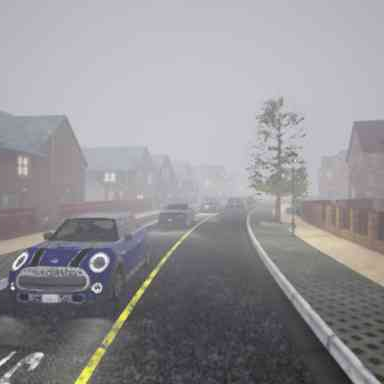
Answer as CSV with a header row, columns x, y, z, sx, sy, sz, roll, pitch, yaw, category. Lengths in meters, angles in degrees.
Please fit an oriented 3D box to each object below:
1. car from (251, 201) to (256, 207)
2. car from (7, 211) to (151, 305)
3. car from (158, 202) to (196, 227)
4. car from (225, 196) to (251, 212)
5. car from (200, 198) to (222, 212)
x,y,z,sx,sy,sz,roll,pitch,yaw,category
7.976,1.406,47.750,1.837,1.490,4.892,0,1,20,car
-2.430,1.342,8.296,2.097,1.767,4.553,0,0,4,car
-0.913,1.447,22.663,1.882,1.535,5.008,0,0,9,car
5.060,1.284,37.504,2.097,1.767,4.553,0,0,15,car
2.185,1.430,37.857,2.128,1.511,4.902,0,0,15,car
